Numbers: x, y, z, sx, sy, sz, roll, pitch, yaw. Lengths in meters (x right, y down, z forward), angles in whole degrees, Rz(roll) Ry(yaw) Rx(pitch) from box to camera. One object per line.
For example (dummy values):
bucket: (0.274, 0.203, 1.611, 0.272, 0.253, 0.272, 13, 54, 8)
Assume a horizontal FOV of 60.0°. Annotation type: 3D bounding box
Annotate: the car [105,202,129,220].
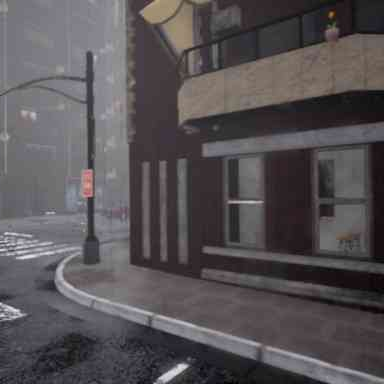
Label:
car: (-5.059, 1.486, 27.269, 1.887, 1.381, 4.507, -1, 0, 36)
